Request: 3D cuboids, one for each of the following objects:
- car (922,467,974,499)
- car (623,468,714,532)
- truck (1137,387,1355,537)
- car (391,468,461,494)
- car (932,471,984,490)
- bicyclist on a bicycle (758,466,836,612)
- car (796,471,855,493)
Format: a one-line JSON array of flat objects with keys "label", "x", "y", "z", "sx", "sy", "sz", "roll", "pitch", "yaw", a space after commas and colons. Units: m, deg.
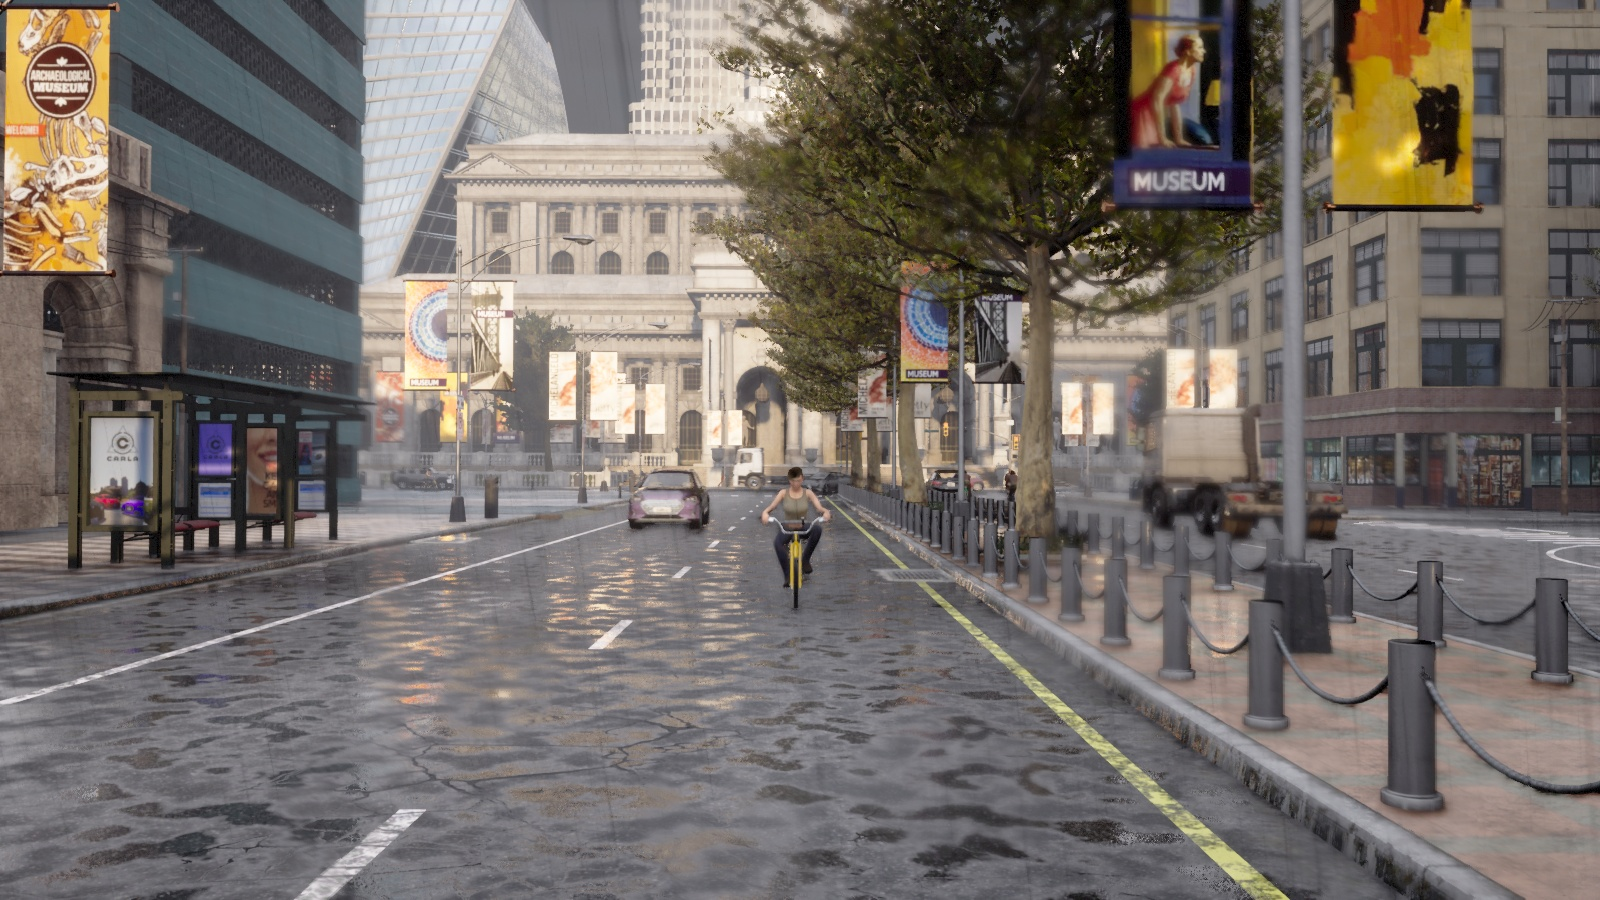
[{"label": "car", "x": 7.840, "y": 1.751, "z": 67.067, "sx": 2.242, "sy": 1.667, "sz": 4.611, "roll": 0, "pitch": -1, "yaw": 0}, {"label": "car", "x": -3.582, "y": 1.345, "z": 34.997, "sx": 2.033, "sy": 1.649, "sz": 4.856, "roll": 0, "pitch": -1, "yaw": 0}, {"label": "truck", "x": 11.418, "y": 0.342, "z": 33.116, "sx": 2.891, "sy": 3.462, "sz": 7.936, "roll": 0, "pitch": -1, "yaw": 0}, {"label": "car", "x": -27.836, "y": 2.310, "z": 93.554, "sx": 4.605, "sy": 1.855, "sz": 1.932, "roll": 0, "pitch": -1, "yaw": 0}, {"label": "car", "x": 12.179, "y": 2.356, "z": 96.992, "sx": 3.806, "sy": 1.475, "sz": 1.970, "roll": 0, "pitch": -1, "yaw": 0}, {"label": "bicyclist on a bicycle", "x": -0.040, "y": 0.997, "z": 14.649, "sx": 0.866, "sy": 1.612, "sz": 1.509, "roll": 0, "pitch": -1, "yaw": 0}, {"label": "car", "x": 1.842, "y": 2.227, "z": 88.027, "sx": 2.007, "sy": 1.525, "sz": 4.514, "roll": -1, "pitch": -1, "yaw": 34}]
